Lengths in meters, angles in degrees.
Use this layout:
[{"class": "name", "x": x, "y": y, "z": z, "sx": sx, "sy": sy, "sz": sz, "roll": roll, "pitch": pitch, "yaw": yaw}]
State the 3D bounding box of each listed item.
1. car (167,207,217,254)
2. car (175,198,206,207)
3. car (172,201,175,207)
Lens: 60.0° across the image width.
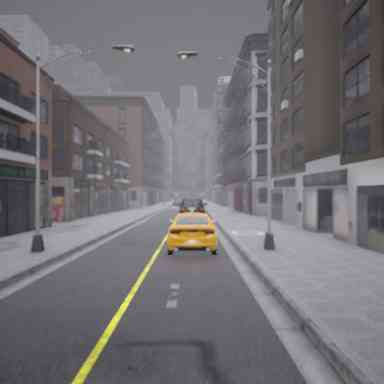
[{"class": "car", "x": 0.026, "y": 1.621, "z": 14.242, "sx": 1.882, "sy": 1.535, "sz": 5.008, "roll": 0, "pitch": 0, "yaw": 0}, {"class": "car", "x": 0.013, "y": 1.504, "z": 27.610, "sx": 2.150, "sy": 2.045, "sz": 5.566, "roll": 0, "pitch": 0, "yaw": 0}, {"class": "car", "x": -2.761, "y": 2.214, "z": 64.553, "sx": 1.994, "sy": 1.385, "sz": 4.181, "roll": 0, "pitch": -1, "yaw": 1}]
